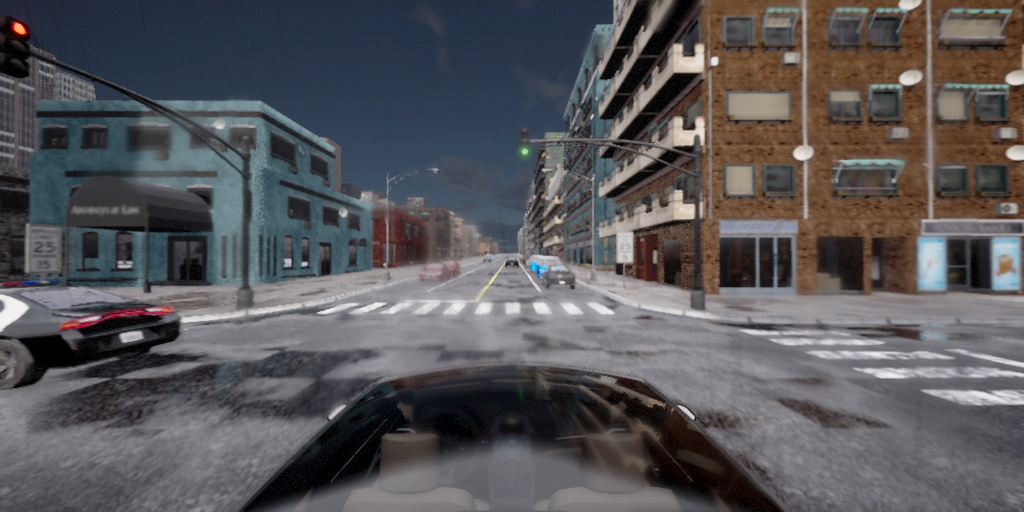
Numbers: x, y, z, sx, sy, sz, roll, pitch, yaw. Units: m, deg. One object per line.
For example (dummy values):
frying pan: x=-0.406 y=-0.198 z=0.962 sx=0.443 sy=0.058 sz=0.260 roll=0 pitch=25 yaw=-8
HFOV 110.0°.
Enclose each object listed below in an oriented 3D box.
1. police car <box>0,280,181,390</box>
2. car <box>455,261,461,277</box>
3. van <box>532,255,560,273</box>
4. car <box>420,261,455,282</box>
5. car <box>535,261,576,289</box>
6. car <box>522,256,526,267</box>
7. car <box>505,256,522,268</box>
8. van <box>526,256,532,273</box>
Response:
police car: x=-8.950 y=1.249 z=6.213 sx=4.974 sy=1.542 sz=2.038 roll=-1 pitch=0 yaw=1
car: x=-5.684 y=1.081 z=32.519 sx=1.888 sy=1.381 sz=4.507 roll=0 pitch=0 yaw=0
van: x=2.695 y=0.916 z=26.972 sx=1.690 sy=1.789 sz=3.998 roll=0 pitch=0 yaw=0
car: x=-5.686 y=1.157 z=26.938 sx=1.802 sy=1.307 sz=4.207 roll=0 pitch=0 yaw=0
car: x=2.695 y=1.166 z=21.393 sx=2.007 sy=1.370 sz=4.403 roll=0 pitch=0 yaw=0
car: x=2.699 y=0.939 z=49.465 sx=1.751 sy=1.417 sz=4.829 roll=0 pitch=0 yaw=0
car: x=0.008 y=0.882 z=50.456 sx=1.882 sy=1.535 sz=5.008 roll=0 pitch=0 yaw=0
van: x=2.697 y=0.837 z=38.135 sx=1.690 sy=1.789 sz=3.998 roll=0 pitch=0 yaw=0
